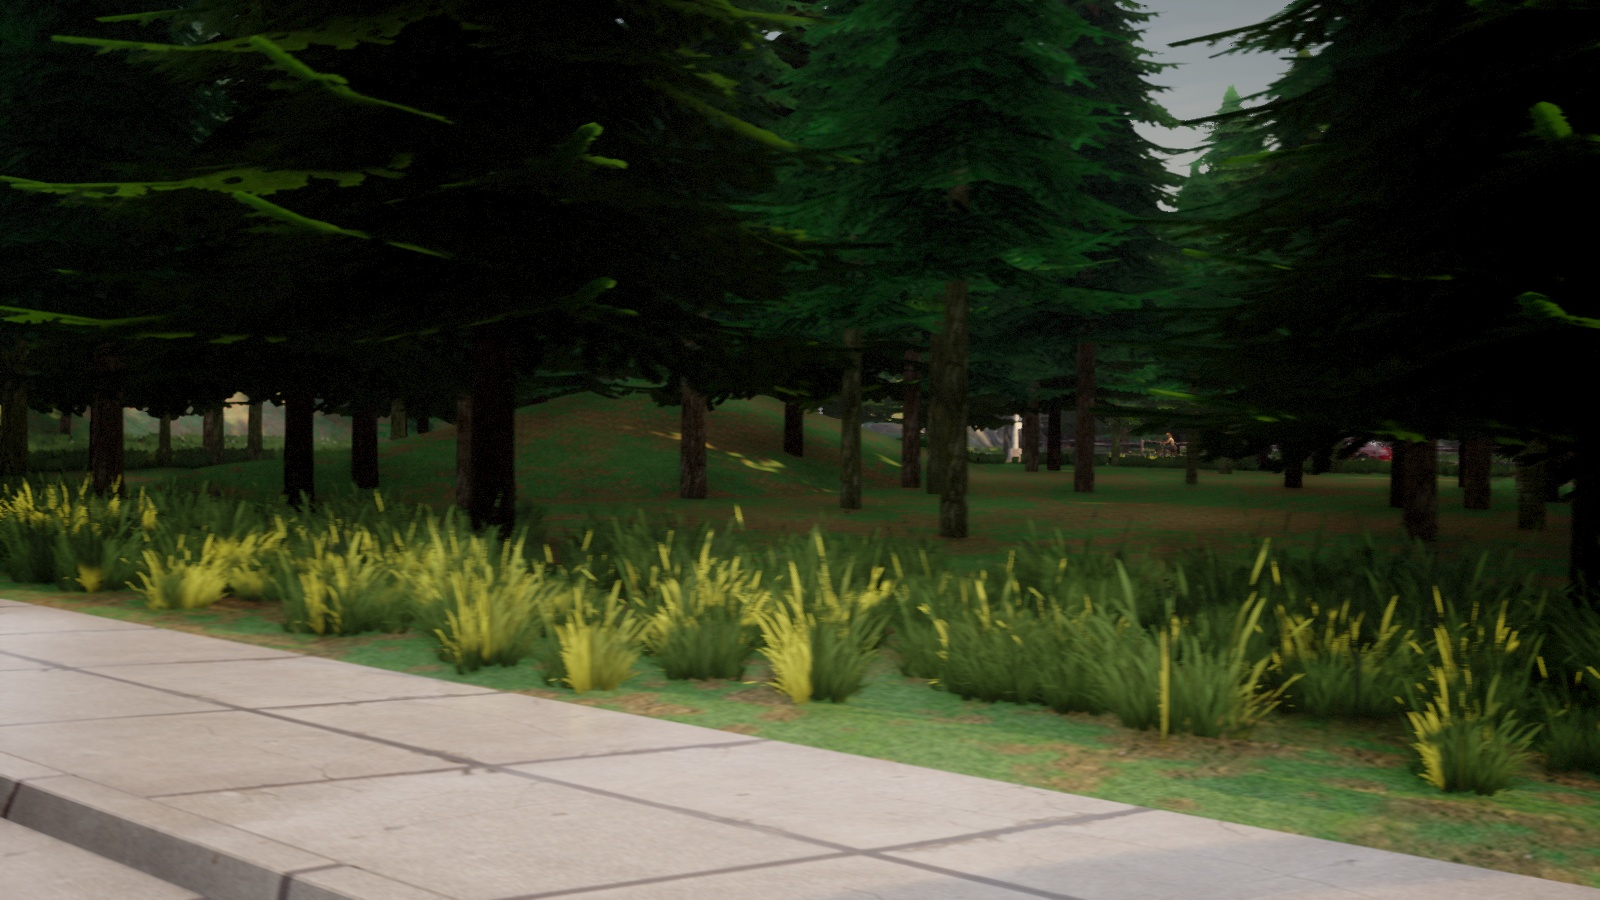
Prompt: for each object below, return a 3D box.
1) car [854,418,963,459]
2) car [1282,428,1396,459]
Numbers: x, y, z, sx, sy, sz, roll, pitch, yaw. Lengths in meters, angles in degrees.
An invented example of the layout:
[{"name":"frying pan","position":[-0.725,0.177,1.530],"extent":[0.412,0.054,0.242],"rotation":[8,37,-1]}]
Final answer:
[{"name":"car","position":[5.709,-0.592,65.703],"extent":[5.566,2.045,2.150],"rotation":[0,1,8]},{"name":"car","position":[25.441,-0.318,59.372],"extent":[4.674,1.442,1.812],"rotation":[0,1,35]}]
